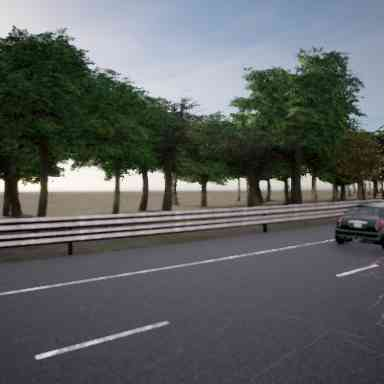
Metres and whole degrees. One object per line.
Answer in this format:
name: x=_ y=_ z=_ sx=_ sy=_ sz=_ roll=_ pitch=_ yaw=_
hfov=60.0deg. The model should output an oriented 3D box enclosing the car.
car: x=7.949 y=1.236 z=13.711 sx=4.553 sy=1.767 sz=2.097 roll=-1 pitch=1 yaw=-36
